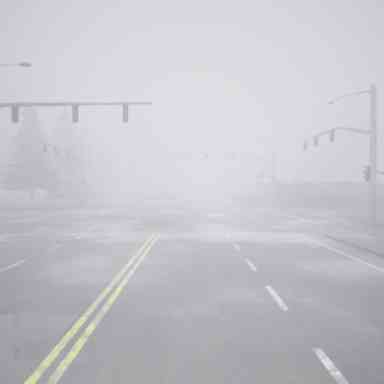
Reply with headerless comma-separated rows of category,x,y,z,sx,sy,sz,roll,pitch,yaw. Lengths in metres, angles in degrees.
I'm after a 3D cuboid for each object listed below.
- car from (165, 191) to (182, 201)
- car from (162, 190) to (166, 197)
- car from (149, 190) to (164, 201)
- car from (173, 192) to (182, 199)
car,-3.533,0.960,63.743,2.033,1.411,5.357,0,1,0
car,-7.023,0.483,79.328,2.150,2.045,5.566,0,1,0
car,-7.036,0.939,63.716,1.812,1.442,4.674,0,1,1
car,-3.523,0.809,79.406,1.994,1.385,4.181,0,1,0
